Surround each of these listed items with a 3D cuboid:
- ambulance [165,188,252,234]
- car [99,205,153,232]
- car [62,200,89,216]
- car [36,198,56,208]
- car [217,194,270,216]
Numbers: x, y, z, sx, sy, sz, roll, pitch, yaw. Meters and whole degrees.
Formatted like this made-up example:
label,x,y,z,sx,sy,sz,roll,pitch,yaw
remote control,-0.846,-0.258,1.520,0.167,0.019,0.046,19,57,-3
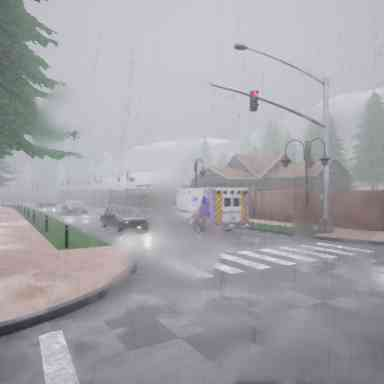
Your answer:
label,x,y,z,sx,sy,sz,roll,pitch,yaw
ambulance,0.559,1.017,19.389,2.351,2.431,6.366,0,0,-30
car,-4.211,1.533,20.362,2.033,1.411,5.357,0,0,-30
car,-11.691,1.512,33.077,1.812,1.442,4.674,0,0,-30
car,-21.300,1.597,48.532,1.994,1.385,4.181,0,0,-37
car,4.771,1.159,30.624,4.605,1.855,1.932,0,0,-31
